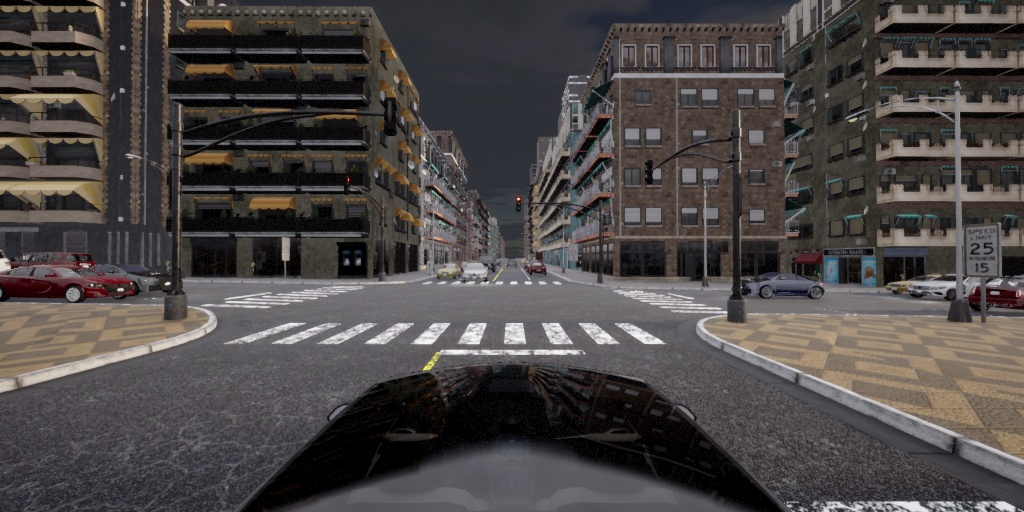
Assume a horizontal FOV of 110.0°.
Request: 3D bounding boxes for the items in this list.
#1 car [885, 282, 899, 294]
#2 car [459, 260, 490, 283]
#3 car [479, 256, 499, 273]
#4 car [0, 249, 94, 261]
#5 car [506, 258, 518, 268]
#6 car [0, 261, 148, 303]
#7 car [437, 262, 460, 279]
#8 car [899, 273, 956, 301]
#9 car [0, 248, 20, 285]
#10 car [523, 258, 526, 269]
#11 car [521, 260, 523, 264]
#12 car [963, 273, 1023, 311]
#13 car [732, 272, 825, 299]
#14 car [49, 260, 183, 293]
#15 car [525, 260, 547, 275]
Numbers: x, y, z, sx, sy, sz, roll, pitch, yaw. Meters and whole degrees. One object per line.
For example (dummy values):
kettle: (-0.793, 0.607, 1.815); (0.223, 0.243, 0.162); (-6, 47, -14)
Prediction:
car: (26.251, 1.756, 22.384); (4.829, 1.417, 1.751); (0, 0, 0)
car: (-2.881, 1.282, 28.156); (1.812, 1.442, 4.674); (0, 0, -4)
car: (-3.096, 0.981, 43.870); (2.150, 2.045, 5.566); (0, 0, 0)
car: (-28.642, 0.687, 22.013); (5.009, 1.841, 2.192); (0, 0, 0)
car: (0.014, 1.261, 63.793); (2.128, 1.511, 4.902); (0, 0, 0)
car: (-17.260, 1.012, 13.716); (4.507, 1.381, 1.888); (0, 0, 0)
car: (-5.683, 1.283, 32.686); (1.751, 1.417, 4.829); (0, 0, 0)
car: (24.837, 1.706, 19.822); (4.674, 1.442, 1.812); (1, -1, 0)
car: (-30.937, 0.533, 19.415); (5.566, 2.045, 2.150); (1, -1, 0)
car: (2.700, 1.201, 43.888); (1.967, 1.591, 4.097); (0, 0, 0)
car: (2.702, 1.348, 54.934); (1.802, 1.307, 4.207); (0, 0, 0)
car: (20.837, 1.501, 14.030); (4.097, 1.591, 1.967); (0, 0, 0)
car: (14.573, 1.584, 19.748); (4.181, 1.385, 1.994); (1, -1, -1)
car: (-17.674, 1.050, 16.307); (4.181, 1.385, 1.994); (1, -1, -1)
car: (2.699, 1.305, 38.364); (1.888, 1.381, 4.507); (0, 0, 0)
